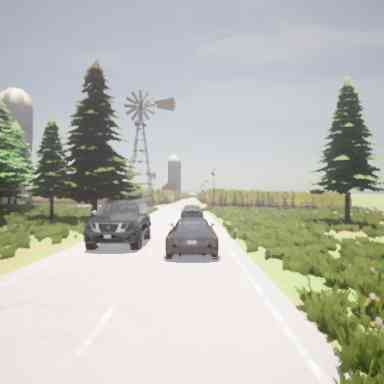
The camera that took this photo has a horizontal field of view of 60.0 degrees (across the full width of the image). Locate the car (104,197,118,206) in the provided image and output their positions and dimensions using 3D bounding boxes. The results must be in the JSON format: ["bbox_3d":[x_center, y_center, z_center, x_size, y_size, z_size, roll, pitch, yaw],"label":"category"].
[{"bbox_3d":[-17.238,2.000,70.440,1.905,1.878,3.866,0,-1,-31],"label":"car"}]

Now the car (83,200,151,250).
[{"bbox_3d":[-3.215,1.400,15.486,2.150,2.045,5.566,0,-1,0],"label":"car"}]

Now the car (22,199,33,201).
[{"bbox_3d":[-34.105,2.101,68.237,1.851,1.617,3.988,0,-1,0],"label":"car"}]

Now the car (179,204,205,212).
[{"bbox_3d":[0.012,1.825,28.481,1.837,1.490,4.892,0,0,0],"label":"car"}]

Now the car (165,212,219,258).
[{"bbox_3d":[0.013,1.715,13.415,1.994,1.385,4.181,0,-1,0],"label":"car"}]
